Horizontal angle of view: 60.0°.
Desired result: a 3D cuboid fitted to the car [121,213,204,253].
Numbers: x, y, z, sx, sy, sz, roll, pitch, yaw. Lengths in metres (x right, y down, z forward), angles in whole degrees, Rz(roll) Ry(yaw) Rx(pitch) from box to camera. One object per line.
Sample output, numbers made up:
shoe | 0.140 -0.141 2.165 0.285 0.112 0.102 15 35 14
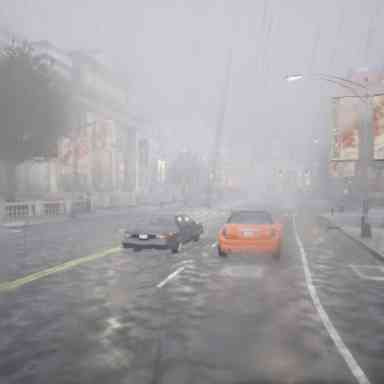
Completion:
car | -0.957 1.561 13.735 2.033 1.411 5.357 0 0 16

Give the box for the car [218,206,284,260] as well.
car | 2.399 1.364 12.739 2.097 1.767 4.553 0 0 16
